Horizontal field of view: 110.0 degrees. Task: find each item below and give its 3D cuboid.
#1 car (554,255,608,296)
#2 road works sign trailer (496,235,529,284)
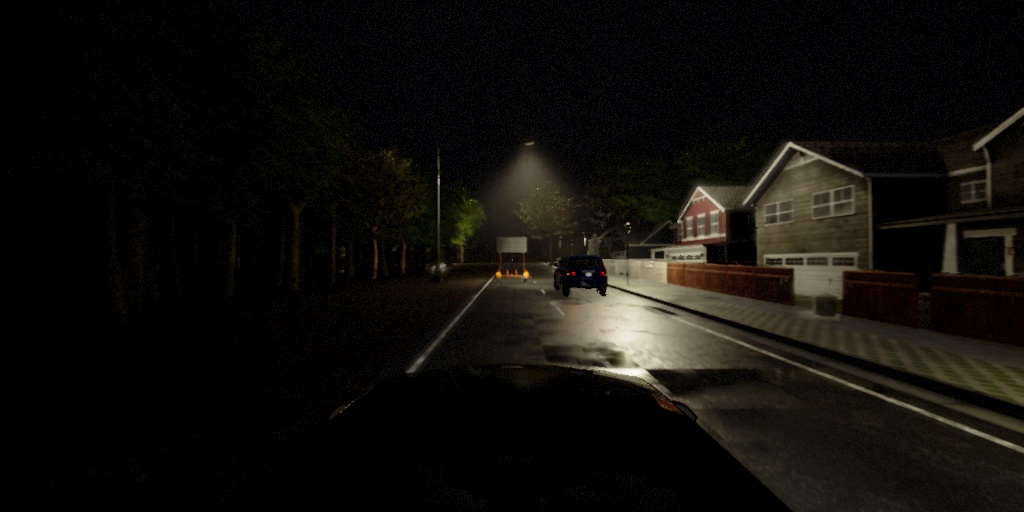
[{"bbox_3d":[3.601,0.972,19.509,2.150,2.045,5.566,0,0,0],"label":"car"},{"bbox_3d":[0.007,0.211,27.241,2.380,3.560,2.880,0,0,0],"label":"road works sign trailer"}]
